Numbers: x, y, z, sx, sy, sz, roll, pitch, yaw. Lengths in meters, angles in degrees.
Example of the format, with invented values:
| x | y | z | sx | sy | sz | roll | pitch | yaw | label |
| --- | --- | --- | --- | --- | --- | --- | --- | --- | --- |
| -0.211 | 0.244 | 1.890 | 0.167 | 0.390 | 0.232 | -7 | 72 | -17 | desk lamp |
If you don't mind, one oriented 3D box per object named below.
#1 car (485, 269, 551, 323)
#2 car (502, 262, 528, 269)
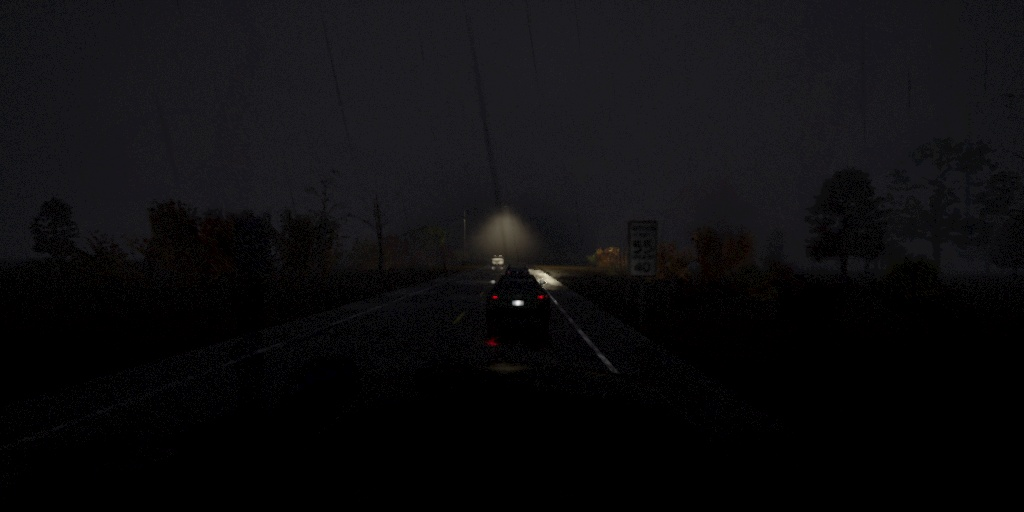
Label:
| x | y | z | sx | sy | sz | roll | pitch | yaw | label |
| --- | --- | --- | --- | --- | --- | --- | --- | --- | --- |
| 0.190 | 1.295 | 12.128 | 1.994 | 1.385 | 4.181 | 0 | 0 | 1 | car |
| 0.417 | 1.307 | 30.027 | 1.895 | 1.301 | 4.718 | 0 | 0 | 1 | car |
